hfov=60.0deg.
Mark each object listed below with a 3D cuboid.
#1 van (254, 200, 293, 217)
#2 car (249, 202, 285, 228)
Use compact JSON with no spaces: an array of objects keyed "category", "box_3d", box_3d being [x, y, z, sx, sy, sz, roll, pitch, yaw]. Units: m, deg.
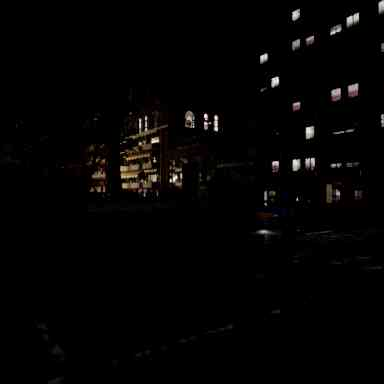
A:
[{"category":"van","box_3d":[7.175,1.642,30.215,1.690,1.788,3.998,-1,0,-36]},{"category":"car","box_3d":[4.086,1.754,24.632,1.882,1.535,5.008,0,-1,-37]}]
